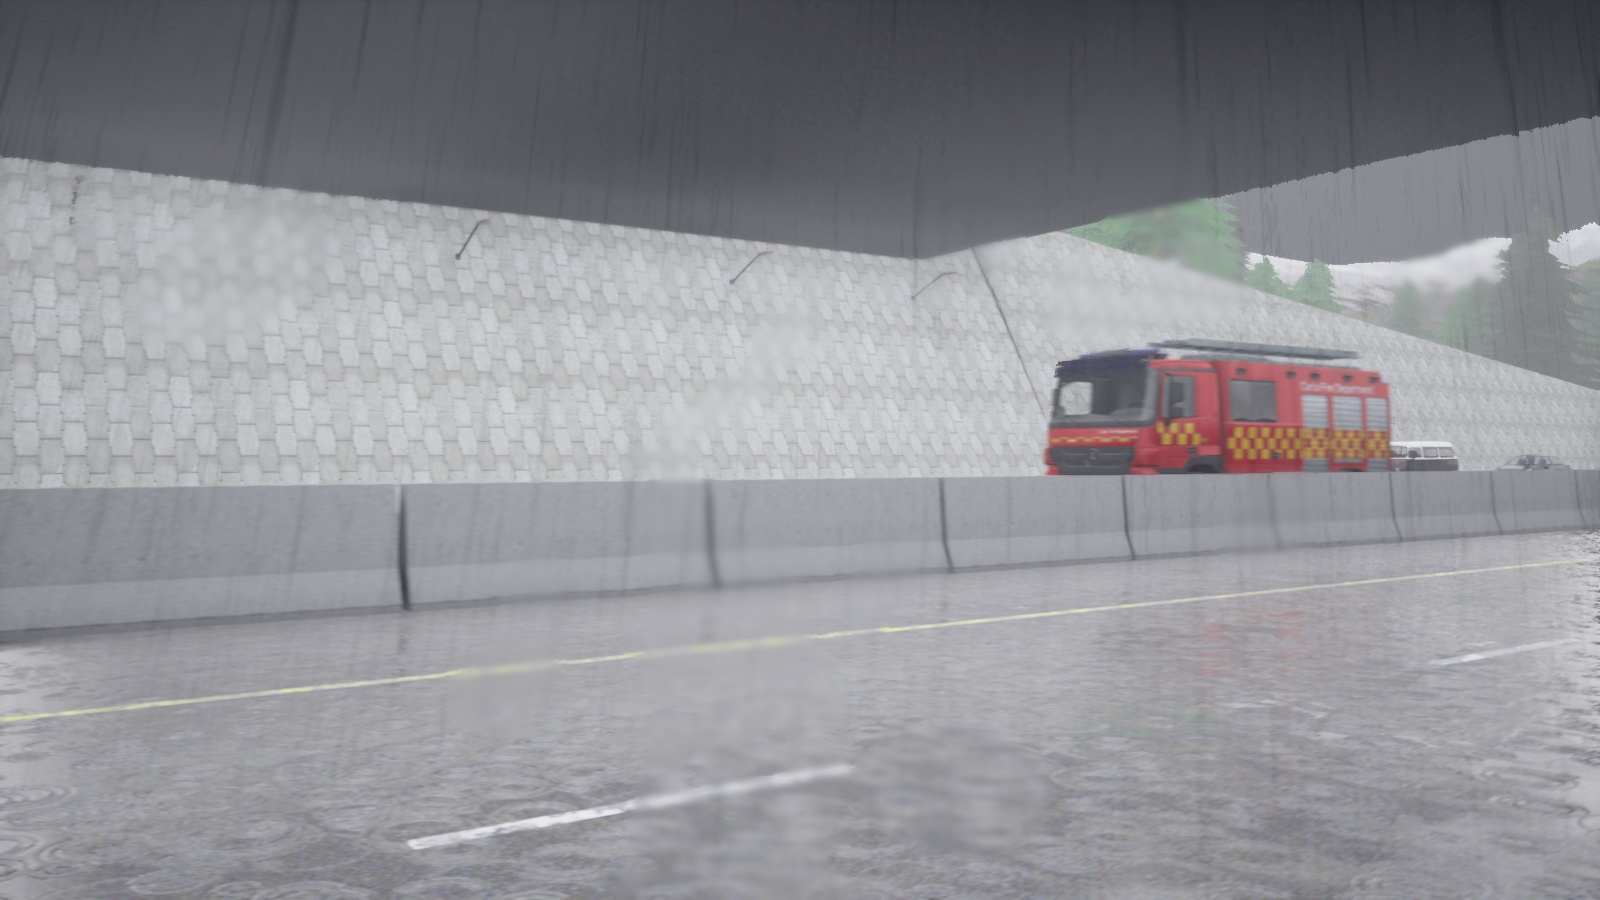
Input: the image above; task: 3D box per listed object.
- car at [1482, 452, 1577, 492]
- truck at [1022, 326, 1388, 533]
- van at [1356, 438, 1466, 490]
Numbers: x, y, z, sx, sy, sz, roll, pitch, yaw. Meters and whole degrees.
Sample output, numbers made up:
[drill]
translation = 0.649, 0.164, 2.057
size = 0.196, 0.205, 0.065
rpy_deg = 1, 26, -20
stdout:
[car]
translation = 28.483, 0.819, 49.017
size = 3.633, 1.501, 1.845
rpy_deg = 0, 0, -35
[truck]
translation = 8.842, -0.373, 26.861
size = 8.468, 3.827, 2.891
rpy_deg = 0, 0, -35
[van]
translation = 24.661, 0.540, 50.625
size = 4.480, 2.038, 2.069
rpy_deg = 0, 0, -35
